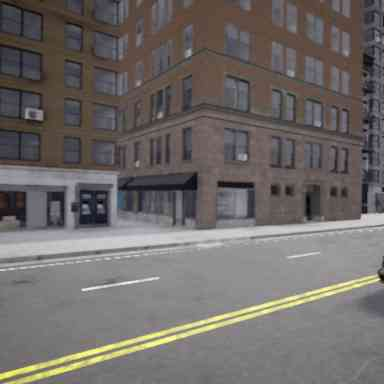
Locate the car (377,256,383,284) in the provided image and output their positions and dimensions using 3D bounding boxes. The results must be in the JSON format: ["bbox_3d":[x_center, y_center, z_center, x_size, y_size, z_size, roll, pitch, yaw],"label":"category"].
[{"bbox_3d":[6.769,1.686,8.356,5.357,1.411,2.033,1,-1,-35],"label":"car"}]
